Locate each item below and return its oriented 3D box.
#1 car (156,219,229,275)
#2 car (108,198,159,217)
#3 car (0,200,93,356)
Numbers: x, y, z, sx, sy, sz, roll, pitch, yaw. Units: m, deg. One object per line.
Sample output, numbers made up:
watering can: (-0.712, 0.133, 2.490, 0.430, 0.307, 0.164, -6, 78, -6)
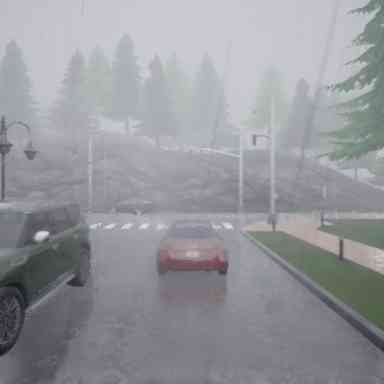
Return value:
car: (0.011, 1.548, 10.449, 1.994, 1.385, 4.181, 0, 0, 0)
car: (-5.225, 1.297, 29.388, 5.008, 1.535, 1.882, 0, -1, 31)
car: (-3.618, 1.214, 6.391, 2.150, 2.045, 5.566, 0, 0, 0)
